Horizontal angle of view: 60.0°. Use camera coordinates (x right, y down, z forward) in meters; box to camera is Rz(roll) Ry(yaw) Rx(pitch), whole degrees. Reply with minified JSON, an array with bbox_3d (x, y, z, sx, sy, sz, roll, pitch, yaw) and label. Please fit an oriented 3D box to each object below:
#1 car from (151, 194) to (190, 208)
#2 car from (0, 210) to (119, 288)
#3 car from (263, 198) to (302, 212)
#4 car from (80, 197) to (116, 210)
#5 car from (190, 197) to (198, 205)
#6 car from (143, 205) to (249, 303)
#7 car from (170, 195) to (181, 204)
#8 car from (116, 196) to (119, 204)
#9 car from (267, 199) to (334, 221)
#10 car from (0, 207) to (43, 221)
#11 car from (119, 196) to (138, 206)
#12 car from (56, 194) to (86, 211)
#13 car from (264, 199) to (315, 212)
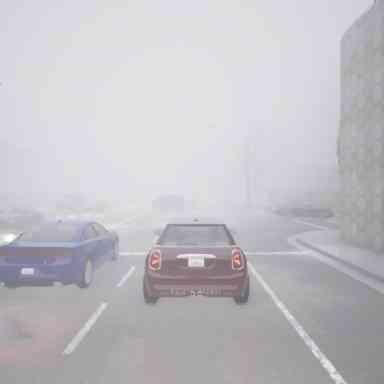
[{"bbox_3d":[-2.825,1.273,38.586,2.150,2.045,5.566,0,0,-32],"label":"car"},{"bbox_3d":[-3.394,1.490,9.344,1.882,1.535,5.008,0,0,0],"label":"car"},{"bbox_3d":[9.861,1.401,35.205,4.553,1.767,2.097,0,0,-1],"label":"car"},{"bbox_3d":[-10.575,1.596,37.844,2.033,1.411,5.357,0,0,0],"label":"car"},{"bbox_3d":[0.019,1.619,56.452,2.033,1.411,5.357,0,0,2],"label":"car"},{"bbox_3d":[0.089,1.363,8.408,2.097,1.767,4.553,0,0,0],"label":"car"},{"bbox_3d":[-3.355,1.438,67.377,2.097,1.767,4.553,0,0,0],"label":"car"},{"bbox_3d":[-14.004,1.558,63.506,1.882,1.535,5.008,0,0,1],"label":"car"},{"bbox_3d":[8.984,1.526,27.084,4.902,1.511,2.128,0,0,0],"label":"car"},{"bbox_3d":[-10.586,1.589,20.125,1.994,1.385,4.181,0,0,0],"label":"car"},{"bbox_3d":[-10.544,1.423,56.875,2.097,1.767,4.553,0,0,0],"label":"car"},{"bbox_3d":[-14.075,1.271,39.330,2.150,2.045,5.566,0,0,0],"label":"car"},{"bbox_3d":[11.255,1.597,38.715,5.357,1.411,2.033,0,0,-1],"label":"car"}]
